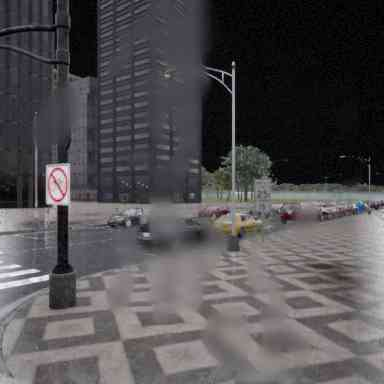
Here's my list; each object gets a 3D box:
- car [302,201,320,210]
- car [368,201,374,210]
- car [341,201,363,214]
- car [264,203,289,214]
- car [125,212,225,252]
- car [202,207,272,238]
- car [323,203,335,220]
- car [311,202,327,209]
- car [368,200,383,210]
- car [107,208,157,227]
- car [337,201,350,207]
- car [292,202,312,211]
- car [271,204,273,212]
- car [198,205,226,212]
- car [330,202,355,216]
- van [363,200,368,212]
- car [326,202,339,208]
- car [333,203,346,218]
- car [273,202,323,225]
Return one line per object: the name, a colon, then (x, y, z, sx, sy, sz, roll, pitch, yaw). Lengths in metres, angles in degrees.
car: (21.959, 2.474, 61.213, 1.967, 1.590, 4.097, -1, -2, 35)
car: (28.897, 2.590, 56.256, 2.008, 1.369, 4.403, -1, -2, 35)
car: (22.342, 2.293, 47.069, 1.967, 1.590, 4.097, -1, -2, 35)
car: (12.127, 2.303, 47.426, 2.008, 1.369, 4.403, -1, -2, 35)
car: (-0.596, 1.774, 14.903, 1.947, 1.339, 4.313, -1, -2, 35)
car: (2.779, 1.823, 19.636, 1.752, 1.417, 4.829, -1, -2, 35)
car: (12.511, 2.113, 33.282, 1.887, 1.381, 4.507, -1, -2, 35)
car: (25.236, 2.671, 65.805, 1.887, 1.381, 4.507, -1, -2, 35)
car: (35.451, 2.537, 65.452, 2.192, 1.841, 5.009, -1, -2, 35)
car: (-4.255, 1.840, 24.453, 2.008, 1.369, 4.403, -1, -1, 35)
car: (38.345, 3.035, 84.183, 2.008, 1.369, 4.403, -1, -1, 35)
car: (18.682, 2.492, 56.616, 2.008, 1.369, 4.403, -1, -2, 35)
car: (8.851, 2.208, 42.832, 2.008, 1.369, 4.403, -1, -2, 35)
car: (2.298, 2.014, 33.643, 1.887, 1.381, 4.507, -1, -2, 35)
car: (19.065, 2.303, 42.472, 1.887, 1.381, 4.507, -1, -2, 35)
van: (25.619, 2.288, 51.666, 1.690, 1.788, 3.998, -1, -2, 35)
car: (31.791, 2.889, 74.994, 1.802, 1.307, 4.206, -1, -2, 35)
car: (15.792, 2.245, 37.881, 1.802, 1.307, 4.206, -1, -2, 36)
car: (9.233, 1.790, 28.693, 2.192, 1.841, 5.009, -1, -2, 35)
